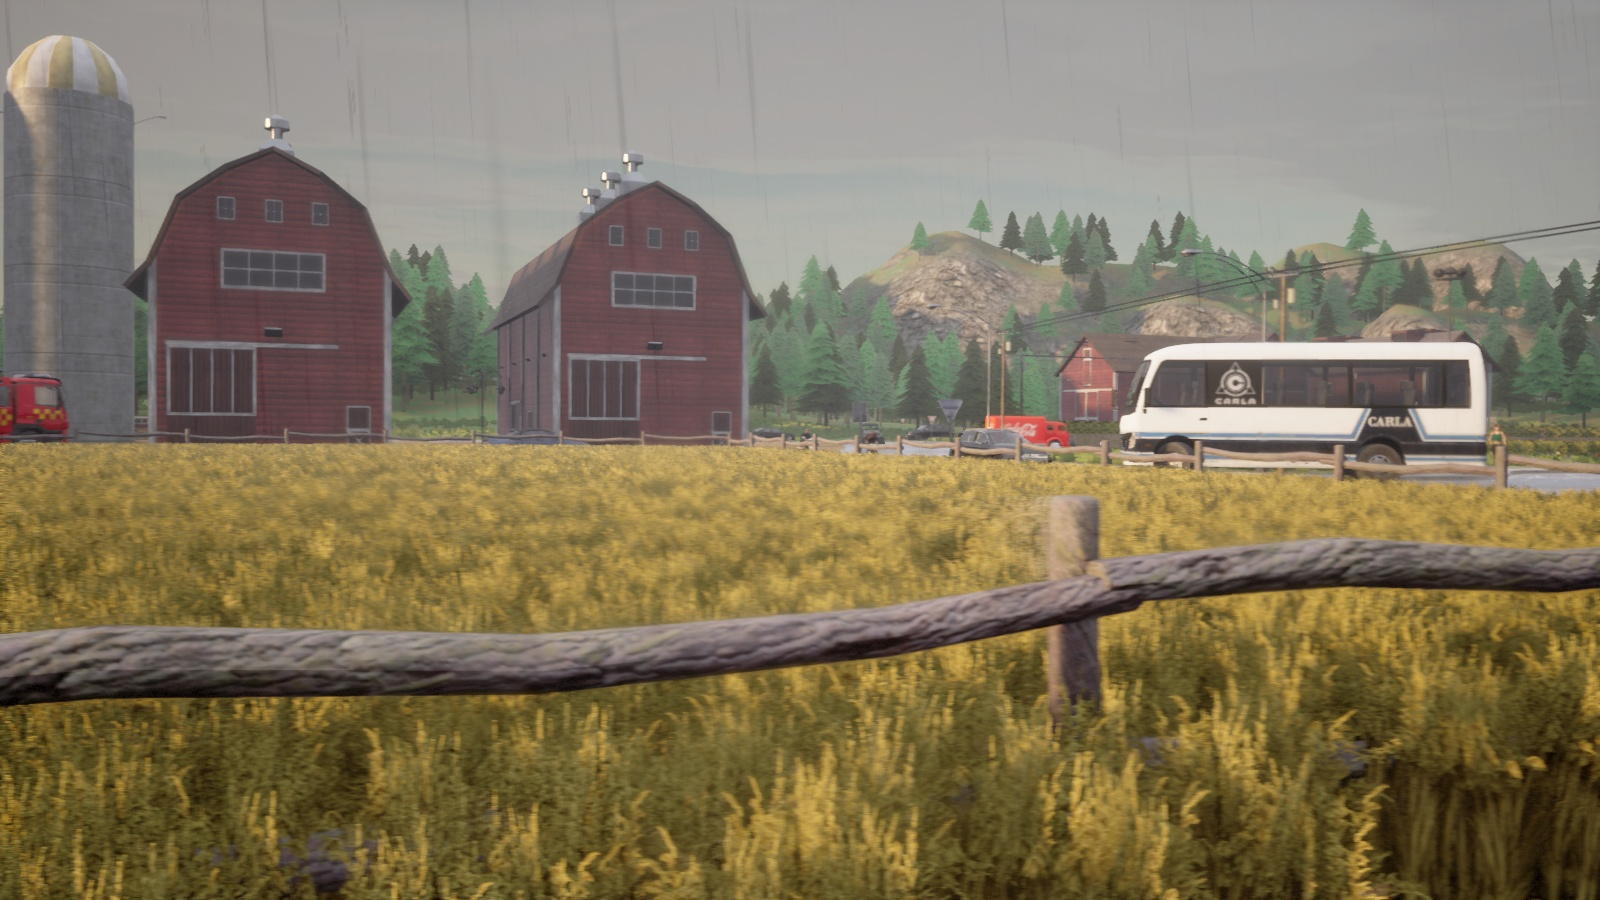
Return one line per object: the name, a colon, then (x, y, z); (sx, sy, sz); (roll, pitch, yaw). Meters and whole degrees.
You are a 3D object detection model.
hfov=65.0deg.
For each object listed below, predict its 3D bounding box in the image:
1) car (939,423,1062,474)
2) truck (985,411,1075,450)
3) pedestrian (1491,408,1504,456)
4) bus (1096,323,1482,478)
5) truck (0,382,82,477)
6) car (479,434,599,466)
car: (6.860, -0.090, 43.462); (2.033, 1.649, 4.856); (-1, 1, -21)
truck: (14.889, -1.273, 81.595); (5.204, 2.467, 2.627); (0, 1, -7)
pedestrian: (26.720, -0.697, 48.100); (0.345, 1.836, 0.594); (0, 1, 38)
bus: (14.327, -1.397, 37.890); (10.273, 4.253, 3.944); (-1, 1, 10)
truck: (-33.952, -0.784, 50.482); (2.891, 3.827, 8.468); (-1, 1, 29)
car: (-12.625, -0.019, 60.808); (5.357, 1.411, 2.033); (-1, 1, -24)
